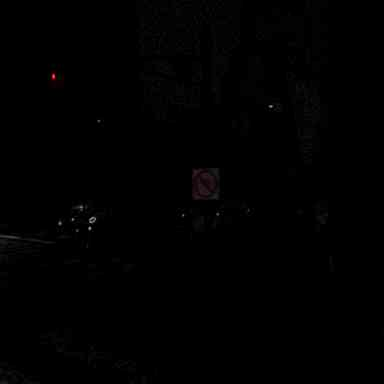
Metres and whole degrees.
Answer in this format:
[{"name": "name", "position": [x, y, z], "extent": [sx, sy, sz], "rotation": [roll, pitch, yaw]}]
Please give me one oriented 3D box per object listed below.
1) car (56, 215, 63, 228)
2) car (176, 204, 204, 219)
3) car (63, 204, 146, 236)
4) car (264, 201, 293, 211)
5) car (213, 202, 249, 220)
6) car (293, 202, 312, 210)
[{"name": "car", "position": [-6.820, 1.713, 22.697], "extent": [2.128, 1.511, 4.902], "rotation": [-1, -1, 34]}, {"name": "car", "position": [0.470, 1.902, 32.741], "extent": [1.895, 1.301, 4.718], "rotation": [-1, -1, 36]}, {"name": "car", "position": [-4.888, 1.521, 19.765], "extent": [2.097, 1.767, 4.553], "rotation": [-1, -1, 35]}, {"name": "car", "position": [12.583, 1.974, 49.317], "extent": [2.033, 1.411, 5.357], "rotation": [-1, -1, 36]}, {"name": "car", "position": [3.707, 1.768, 31.668], "extent": [1.837, 1.490, 4.892], "rotation": [-1, -1, 36]}, {"name": "car", "position": [16.067, 1.887, 48.567], "extent": [2.128, 1.511, 4.902], "rotation": [-1, -1, 36]}]
